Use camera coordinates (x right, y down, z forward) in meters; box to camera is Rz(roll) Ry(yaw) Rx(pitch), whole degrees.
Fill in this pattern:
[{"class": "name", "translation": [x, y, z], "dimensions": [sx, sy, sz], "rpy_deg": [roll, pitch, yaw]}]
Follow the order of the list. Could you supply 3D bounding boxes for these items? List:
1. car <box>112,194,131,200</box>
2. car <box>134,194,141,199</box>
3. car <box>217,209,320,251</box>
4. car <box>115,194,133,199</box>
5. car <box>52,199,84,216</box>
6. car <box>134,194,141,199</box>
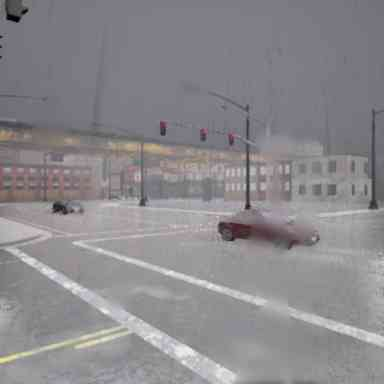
[{"class": "car", "translation": [-19.028, 1.333, 92.911], "dimensions": [4.974, 1.542, 2.038], "rpy_deg": [0, 0, 22]}, {"class": "car", "translation": [-15.305, 1.327, 93.160], "dimensions": [2.038, 1.542, 4.974], "rpy_deg": [0, 0, -8]}, {"class": "car", "translation": [3.044, 1.476, 14.143], "dimensions": [1.812, 1.442, 4.674], "rpy_deg": [0, 0, -39]}, {"class": "car", "translation": [-19.076, 1.175, 92.930], "dimensions": [4.536, 1.218, 1.853], "rpy_deg": [0, 0, 22]}, {"class": "car", "translation": [-12.251, 1.457, 32.730], "dimensions": [2.128, 1.511, 4.902], "rpy_deg": [0, 0, -40]}, {"class": "car", "translation": [-15.313, 1.169, 93.211], "dimensions": [1.853, 1.218, 4.536], "rpy_deg": [0, 0, -8]}]
